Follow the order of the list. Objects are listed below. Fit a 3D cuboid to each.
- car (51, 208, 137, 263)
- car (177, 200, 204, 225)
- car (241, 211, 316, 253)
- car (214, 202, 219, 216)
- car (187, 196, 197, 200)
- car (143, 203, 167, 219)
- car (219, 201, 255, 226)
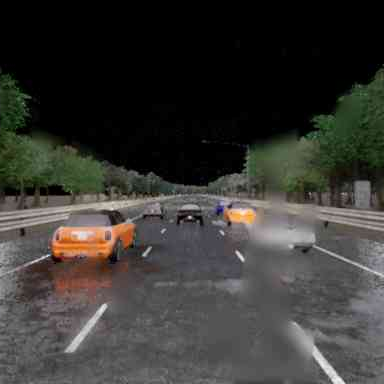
[{"bbox_3d":[-3.401,1.430,12.434,2.097,1.767,4.553,0,0,0],"label":"car"},{"bbox_3d":[-0.116,1.636,25.841,1.882,1.535,5.008,0,0,1],"label":"car"},{"bbox_3d":[3.498,1.688,14.125,1.895,1.301,4.718,0,0,0],"label":"car"},{"bbox_3d":[3.496,1.698,36.095,1.882,1.535,5.008,0,0,0],"label":"car"},{"bbox_3d":[0.082,1.861,58.572,1.837,1.490,4.892,0,0,0],"label":"car"},{"bbox_3d":[-3.405,1.737,30.913,2.033,1.411,5.357,0,0,0],"label":"car"},{"bbox_3d":[3.497,1.506,25.065,2.097,1.767,4.553,0,0,0],"label":"car"}]
